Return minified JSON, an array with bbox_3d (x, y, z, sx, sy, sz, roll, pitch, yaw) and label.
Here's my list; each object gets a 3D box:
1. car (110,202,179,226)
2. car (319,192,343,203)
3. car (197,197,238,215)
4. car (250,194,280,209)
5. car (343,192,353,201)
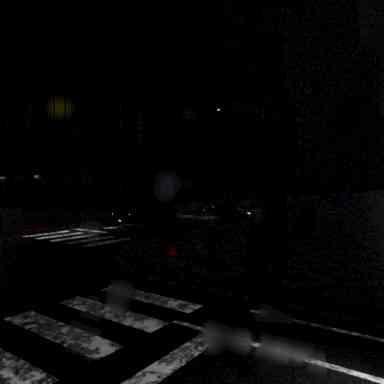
[{"bbox_3d":[-2.957,1.354,21.413,1.895,1.301,4.718,0,1,36],"label":"car"},{"bbox_3d":[19.600,0.815,47.417,1.837,1.490,4.892,0,1,36],"label":"car"},{"bbox_3d":[2.322,1.158,28.768,1.812,1.442,4.674,0,1,36],"label":"car"},{"bbox_3d":[8.129,0.977,36.868,1.882,1.535,5.008,0,1,36],"label":"car"},{"bbox_3d":[25.488,0.654,55.641,1.882,1.535,5.008,0,1,36],"label":"car"}]
